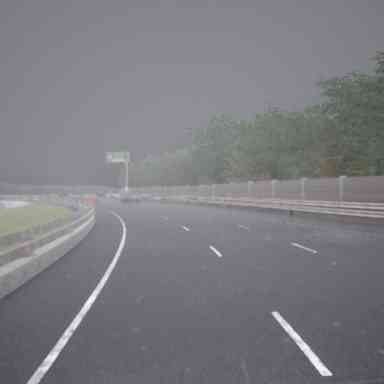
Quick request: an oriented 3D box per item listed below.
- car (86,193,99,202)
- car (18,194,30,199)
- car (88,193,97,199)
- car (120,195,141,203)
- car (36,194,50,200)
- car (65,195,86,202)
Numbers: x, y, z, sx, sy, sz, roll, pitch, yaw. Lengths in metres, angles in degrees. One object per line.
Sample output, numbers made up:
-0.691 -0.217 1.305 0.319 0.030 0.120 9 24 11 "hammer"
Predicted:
-20.030 1.068 65.062 2.097 1.767 4.553 -1 1 -38 "car"
-40.141 1.273 79.920 4.181 1.385 1.994 0 0 37 "car"
-26.450 1.087 88.085 1.882 1.535 5.008 0 0 -21 "car"
-10.833 1.257 58.440 2.033 1.411 5.357 -1 0 -36 "car"
-36.866 1.195 81.783 4.892 1.490 1.837 0 0 37 "car"
-22.209 1.218 62.255 1.882 1.535 5.008 0 0 -38 "car"
